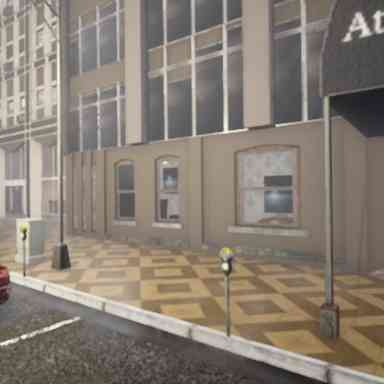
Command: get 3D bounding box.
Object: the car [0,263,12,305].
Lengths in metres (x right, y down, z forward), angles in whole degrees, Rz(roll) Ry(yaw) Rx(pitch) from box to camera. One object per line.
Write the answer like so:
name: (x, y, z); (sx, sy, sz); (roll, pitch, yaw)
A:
car: (-5.180, 1.553, 6.585); (4.206, 1.307, 1.802); (0, -1, 36)
